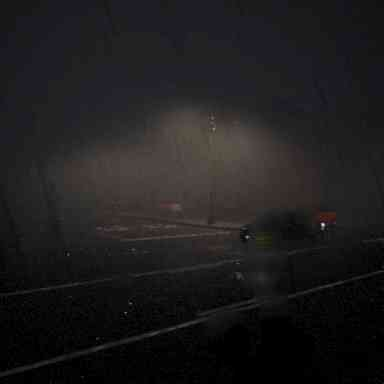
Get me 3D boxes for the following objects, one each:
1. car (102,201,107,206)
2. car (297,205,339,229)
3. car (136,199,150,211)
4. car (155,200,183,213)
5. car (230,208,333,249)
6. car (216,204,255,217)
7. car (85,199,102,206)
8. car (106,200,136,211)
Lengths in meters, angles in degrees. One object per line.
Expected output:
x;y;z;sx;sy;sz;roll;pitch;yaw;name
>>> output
-13.614;2.159;59.454;2.128;1.511;4.902;1;-1;-36;car
7.991;1.681;22.778;4.553;1.767;2.097;1;-1;-36;car
-8.345;2.171;52.257;1.994;1.385;4.181;1;-1;-36;car
-3.212;1.899;45.240;2.097;1.767;4.553;1;-1;-36;car
4.362;1.727;15.814;4.892;1.490;1.837;1;-1;-36;car
4.448;1.946;34.471;2.128;1.511;4.902;1;-1;-34;car
-21.223;2.290;74.429;5.008;1.535;1.882;1;-1;-37;car
-10.563;2.157;49.369;1.895;1.301;4.718;1;-1;-36;car
